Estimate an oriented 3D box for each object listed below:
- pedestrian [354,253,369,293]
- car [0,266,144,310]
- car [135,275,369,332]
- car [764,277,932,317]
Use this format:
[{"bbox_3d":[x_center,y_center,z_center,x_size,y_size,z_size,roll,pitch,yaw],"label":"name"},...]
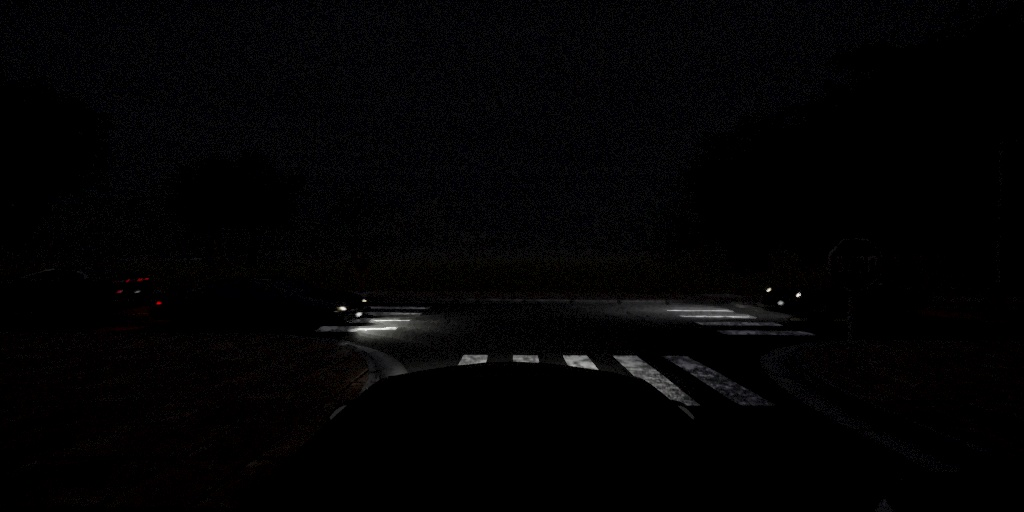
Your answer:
[{"bbox_3d":[-6.804,0.757,16.241,0.375,1.860,0.375,0,1,0],"label":"pedestrian"},{"bbox_3d":[-16.398,1.127,13.384,4.902,1.511,2.128,0,1,0],"label":"car"},{"bbox_3d":[-7.104,1.290,10.393,5.357,1.411,2.033,0,1,0],"label":"car"},{"bbox_3d":[12.169,1.443,13.255,4.718,1.301,1.895,0,1,0],"label":"car"}]
